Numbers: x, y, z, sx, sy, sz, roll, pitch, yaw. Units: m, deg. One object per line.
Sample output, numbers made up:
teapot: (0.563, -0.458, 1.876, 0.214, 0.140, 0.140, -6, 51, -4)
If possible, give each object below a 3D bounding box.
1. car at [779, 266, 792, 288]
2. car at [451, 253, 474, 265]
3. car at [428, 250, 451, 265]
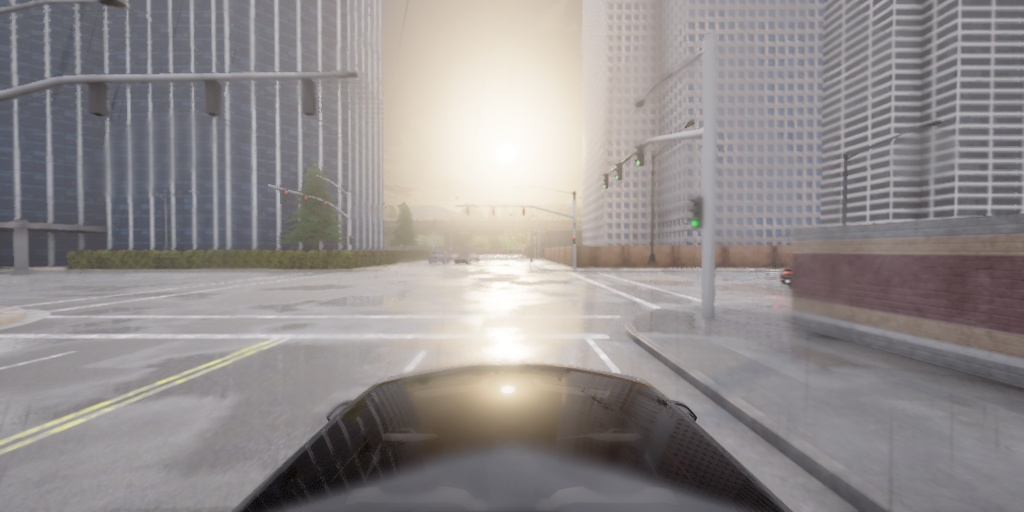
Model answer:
car: (15.982, 1.008, 17.643, 4.892, 1.490, 1.837, 0, 1, 0)
car: (-7.074, 0.583, 51.585, 1.895, 1.301, 4.718, 0, 1, 0)
car: (-10.570, 0.196, 52.098, 2.150, 2.045, 5.566, 0, 1, 1)
